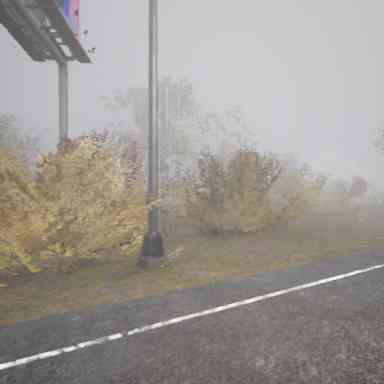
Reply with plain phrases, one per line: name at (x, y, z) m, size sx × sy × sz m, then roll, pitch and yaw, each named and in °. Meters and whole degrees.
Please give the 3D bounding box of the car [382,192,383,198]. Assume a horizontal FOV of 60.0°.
car at (40.773, 1.079, 70.296) m, size 2.150 × 2.045 × 5.566 m, roll 0°, pitch 0°, yaw -37°
